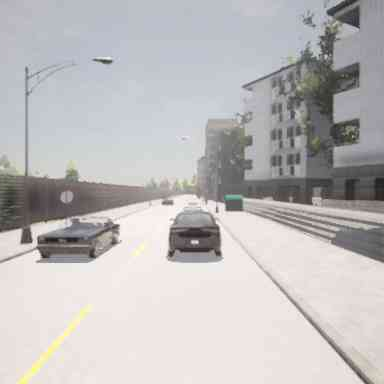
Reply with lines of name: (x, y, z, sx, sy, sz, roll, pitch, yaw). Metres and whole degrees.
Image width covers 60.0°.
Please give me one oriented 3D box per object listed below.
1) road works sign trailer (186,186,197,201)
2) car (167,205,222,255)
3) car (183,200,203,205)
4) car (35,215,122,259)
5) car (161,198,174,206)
road works sign trailer: (-0.018, 0.485, 71.291, 2.380, 3.560, 2.880, 0, 0, 0)
car: (0.096, 1.481, 13.263, 1.882, 1.535, 5.008, 0, 0, 0)
car: (0.077, 1.535, 32.060, 1.812, 1.442, 4.674, 0, 0, 0)
car: (-4.106, 1.604, 12.776, 1.895, 1.301, 4.718, 0, 0, 0)
car: (-4.068, 1.616, 56.132, 1.895, 1.301, 4.718, 0, 0, 1)
